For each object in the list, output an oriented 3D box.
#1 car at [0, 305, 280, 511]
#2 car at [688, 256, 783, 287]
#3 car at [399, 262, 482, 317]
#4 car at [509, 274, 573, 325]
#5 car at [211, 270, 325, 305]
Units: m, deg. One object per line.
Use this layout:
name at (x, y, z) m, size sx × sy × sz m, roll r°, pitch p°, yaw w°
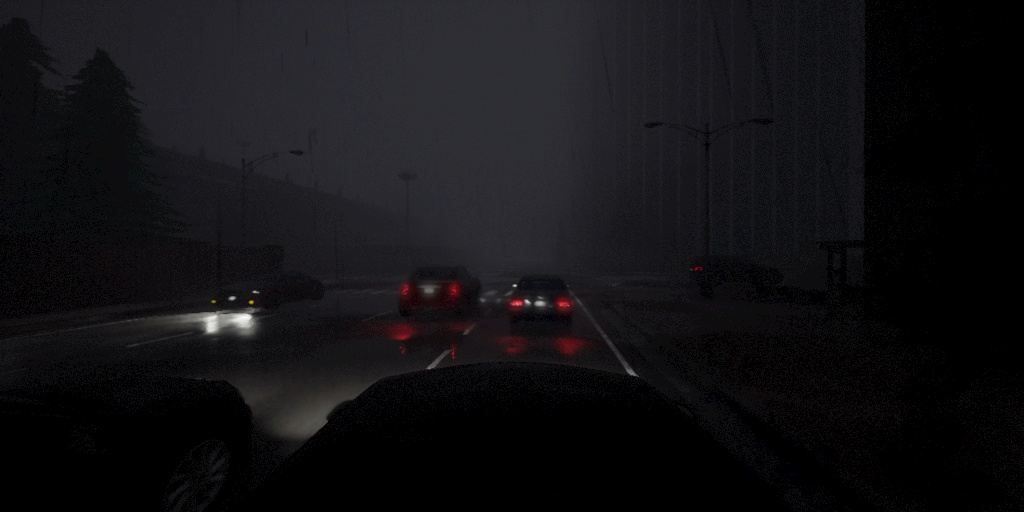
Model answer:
car at (-3.167, 1.246, 1.145) m, size 1.837 × 1.490 × 4.892 m, roll 0°, pitch 0°, yaw 0°
car at (15.023, 1.036, 24.381) m, size 5.566 × 2.045 × 2.150 m, roll 0°, pitch 0°, yaw 8°
car at (-2.409, 1.083, 13.215) m, size 2.097 × 1.767 × 4.553 m, roll 0°, pitch 0°, yaw 4°
car at (0.946, 1.288, 11.770) m, size 2.033 × 1.411 × 5.357 m, roll 0°, pitch 0°, yaw 5°
car at (-9.499, 1.276, 14.389) m, size 1.994 × 1.385 × 4.181 m, roll 0°, pitch 0°, yaw 6°
